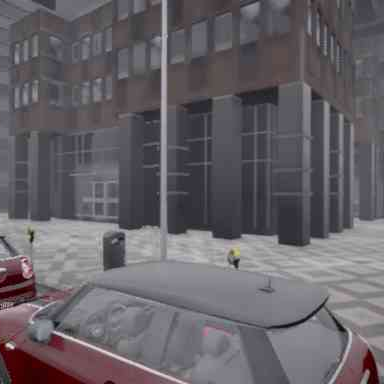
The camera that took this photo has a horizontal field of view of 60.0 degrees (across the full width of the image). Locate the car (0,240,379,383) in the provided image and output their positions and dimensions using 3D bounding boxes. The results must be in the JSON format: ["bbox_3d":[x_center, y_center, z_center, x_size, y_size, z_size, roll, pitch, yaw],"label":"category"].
[{"bbox_3d":[-0.469,1.437,3.298,4.097,1.590,1.967,0,0,36],"label":"car"}]

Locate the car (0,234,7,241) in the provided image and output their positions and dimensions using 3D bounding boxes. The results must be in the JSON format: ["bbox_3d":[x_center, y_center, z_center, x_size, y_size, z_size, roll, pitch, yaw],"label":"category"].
[{"bbox_3d":[-4.881,1.430,6.455,4.097,1.590,1.967,0,0,36],"label":"car"}]
